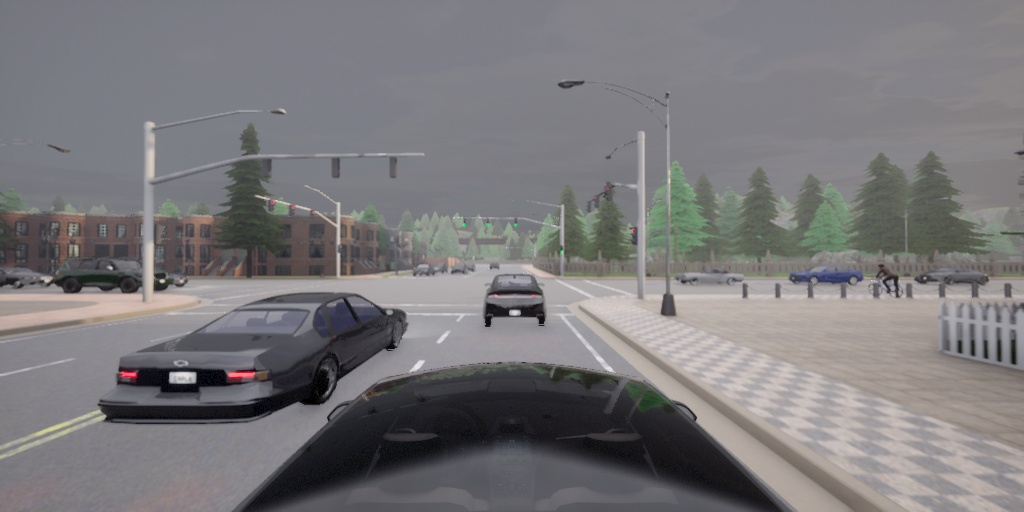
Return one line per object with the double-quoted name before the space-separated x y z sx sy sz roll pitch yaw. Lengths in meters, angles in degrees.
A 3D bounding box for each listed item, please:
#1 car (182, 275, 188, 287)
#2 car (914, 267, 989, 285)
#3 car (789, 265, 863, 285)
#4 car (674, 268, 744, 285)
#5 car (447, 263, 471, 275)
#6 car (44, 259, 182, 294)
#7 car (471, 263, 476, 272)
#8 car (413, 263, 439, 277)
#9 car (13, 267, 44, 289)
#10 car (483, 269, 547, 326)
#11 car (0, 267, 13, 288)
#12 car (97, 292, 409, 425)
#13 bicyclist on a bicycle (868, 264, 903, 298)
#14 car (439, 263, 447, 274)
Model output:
"car" -25.555 1.520 25.154 4.674 1.442 1.812 0 -1 -1
"car" 34.826 1.592 28.492 4.181 1.385 1.994 0 -1 1
"car" 24.852 1.506 28.514 5.008 1.535 1.882 0 -1 0
"car" 15.560 1.630 28.523 4.718 1.301 1.895 0 -1 0
"car" -7.098 1.745 48.786 1.837 1.490 4.892 0 -1 0
"car" -23.964 1.180 21.719 5.566 2.045 2.150 0 -1 -1
"car" -7.064 1.849 58.770 1.837 1.490 4.892 0 -1 0
"car" -10.588 1.710 43.367 1.812 1.442 4.674 0 -1 0
"car" -34.811 1.482 24.757 4.902 1.511 2.128 0 -1 -6
"car" 0.086 1.351 12.163 2.128 1.511 4.902 0 -1 0
"car" -33.901 1.433 21.343 5.008 1.535 1.882 0 -1 -5
"car" -3.427 1.345 6.256 2.033 1.411 5.357 0 -1 0
"bicyclist on a bicycle" 18.247 1.217 17.541 0.582 1.620 1.656 0 -1 0
"car" -10.593 1.770 52.474 2.128 1.511 4.902 0 -1 0
